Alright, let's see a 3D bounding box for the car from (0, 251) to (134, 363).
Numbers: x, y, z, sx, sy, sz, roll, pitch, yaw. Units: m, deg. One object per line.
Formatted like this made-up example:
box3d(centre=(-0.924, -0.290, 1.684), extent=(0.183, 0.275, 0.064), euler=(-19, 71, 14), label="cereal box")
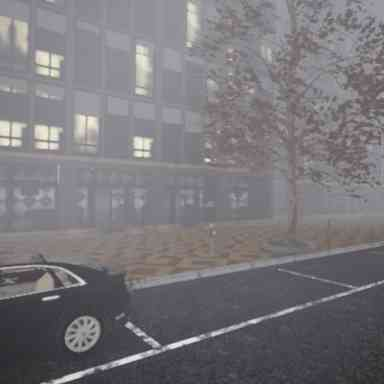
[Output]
box3d(centre=(-2.956, 1.551, 4.449), extent=(4.403, 1.369, 2.008), euler=(1, 0, -35), label="car")
